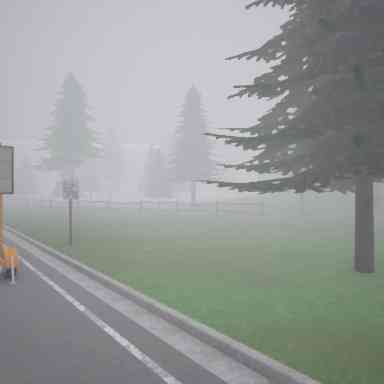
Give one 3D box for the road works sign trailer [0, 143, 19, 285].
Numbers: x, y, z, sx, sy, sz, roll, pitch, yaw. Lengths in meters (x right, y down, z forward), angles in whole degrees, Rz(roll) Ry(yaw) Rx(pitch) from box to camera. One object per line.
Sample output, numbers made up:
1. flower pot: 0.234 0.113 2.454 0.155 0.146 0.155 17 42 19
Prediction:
1. road works sign trailer: -5.980 0.462 8.596 2.380 3.560 2.880 0 0 -37
